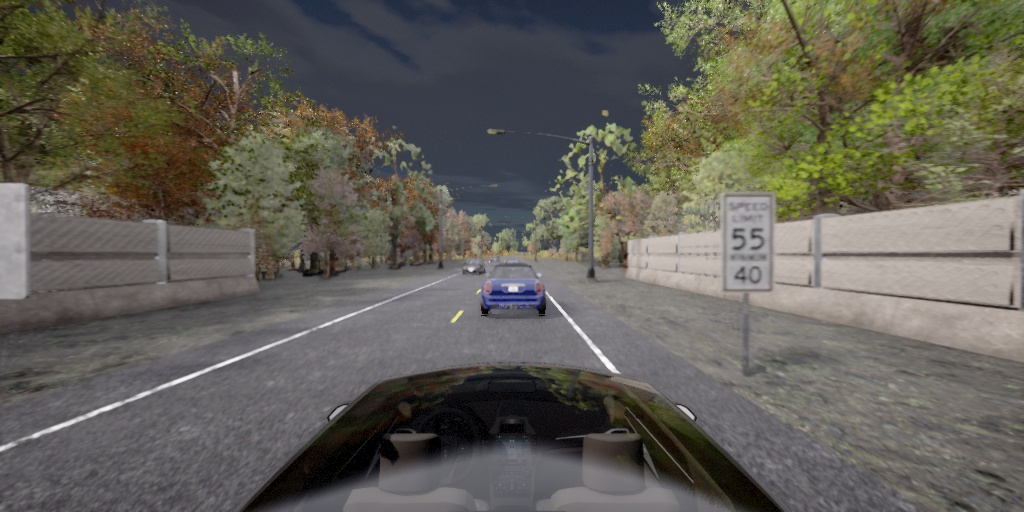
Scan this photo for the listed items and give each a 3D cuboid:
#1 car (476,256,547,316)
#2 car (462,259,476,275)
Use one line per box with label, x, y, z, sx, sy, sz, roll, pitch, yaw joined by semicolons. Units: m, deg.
car;0.056;1.020;13.128;2.097;1.767;4.553;0;0;0
car;-3.582;1.000;34.017;2.128;1.511;4.902;0;1;0
